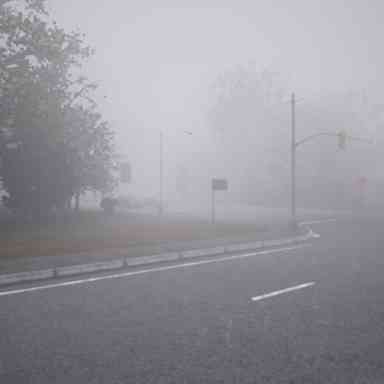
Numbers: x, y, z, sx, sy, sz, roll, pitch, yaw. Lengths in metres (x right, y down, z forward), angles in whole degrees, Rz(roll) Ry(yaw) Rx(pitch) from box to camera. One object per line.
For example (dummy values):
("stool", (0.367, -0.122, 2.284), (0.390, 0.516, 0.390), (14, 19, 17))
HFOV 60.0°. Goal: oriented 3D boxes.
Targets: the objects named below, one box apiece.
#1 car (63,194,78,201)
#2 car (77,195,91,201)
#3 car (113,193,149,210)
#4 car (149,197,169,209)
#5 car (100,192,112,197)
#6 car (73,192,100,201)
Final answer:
("car", (-29.404, 1.379, 80.529), (1.882, 1.535, 5.008), (0, 0, -39))
("car", (-26.924, 1.413, 83.033), (1.812, 1.442, 4.674), (0, 0, -39))
("car", (-7.833, 1.278, 42.111), (2.097, 1.767, 4.553), (0, 0, -38))
("car", (-4.976, 1.402, 44.141), (2.128, 1.511, 4.902), (0, 0, -38))
("car", (-14.727, 0.794, 56.511), (2.150, 2.045, 5.566), (0, 0, -39))
("car", (-17.481, 1.085, 54.353), (2.033, 1.411, 5.357), (0, 0, -39))
